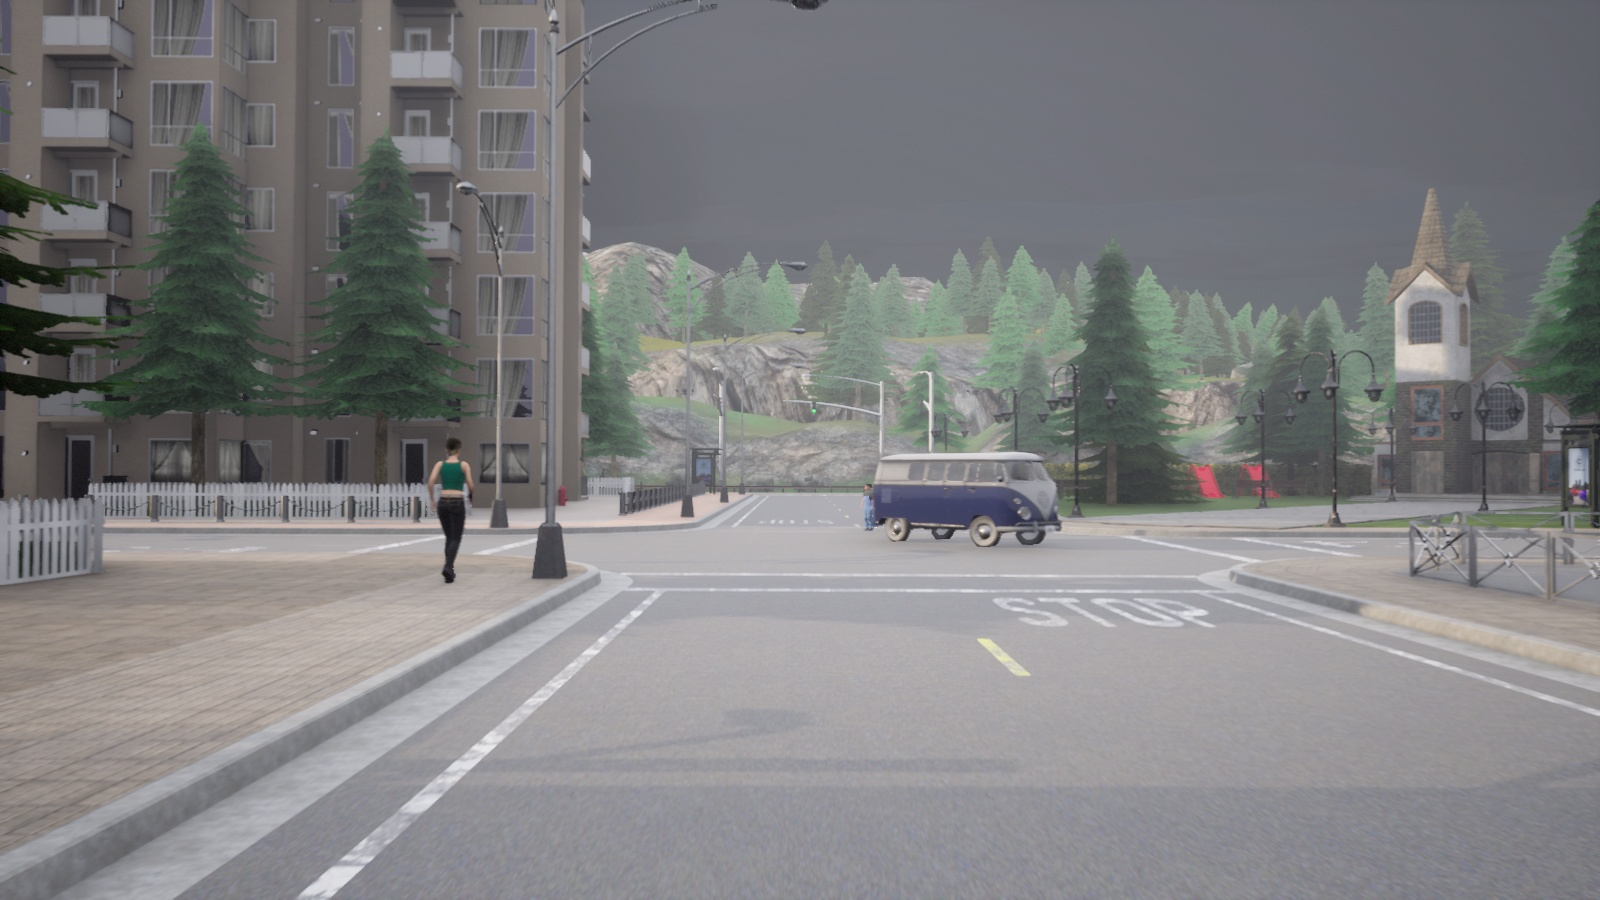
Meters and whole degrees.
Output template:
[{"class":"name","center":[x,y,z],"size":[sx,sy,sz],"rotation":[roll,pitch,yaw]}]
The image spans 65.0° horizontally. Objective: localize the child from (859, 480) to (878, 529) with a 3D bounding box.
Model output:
[{"class":"child","center":[1.785,1.418,32.700],"size":[0.437,1.263,0.270],"rotation":[0,-1,-37]}]

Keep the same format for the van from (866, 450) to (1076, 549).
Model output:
[{"class":"van","center":[3.641,1.021,27.392],"size":[1.775,1.987,4.442],"rotation":[0,-1,-41]}]

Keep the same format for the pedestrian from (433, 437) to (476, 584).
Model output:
[{"class":"pedestrian","center":[-4.397,0.761,16.008],"size":[0.345,1.836,0.594],"rotation":[0,-1,6]}]
